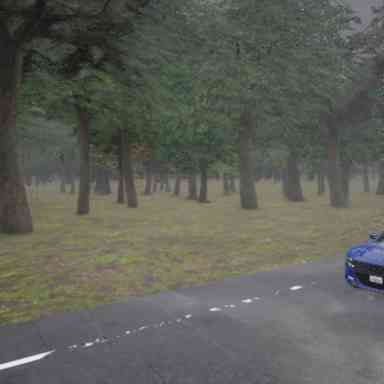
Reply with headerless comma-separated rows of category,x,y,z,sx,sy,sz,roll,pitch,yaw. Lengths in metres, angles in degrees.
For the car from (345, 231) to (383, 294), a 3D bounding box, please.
car,5.680,1.444,8.042,5.008,1.535,1.882,-1,0,-35
